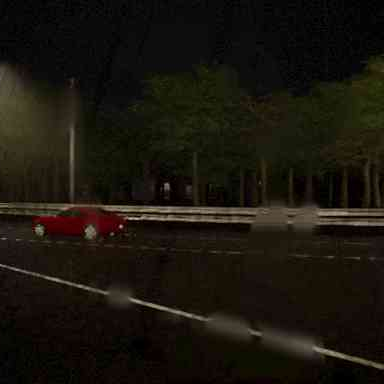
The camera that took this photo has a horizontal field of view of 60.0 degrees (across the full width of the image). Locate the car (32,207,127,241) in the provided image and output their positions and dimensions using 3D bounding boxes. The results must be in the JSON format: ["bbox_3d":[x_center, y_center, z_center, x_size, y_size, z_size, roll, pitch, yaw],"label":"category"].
[{"bbox_3d":[-5.683,1.493,16.718,5.008,1.535,1.882,0,0,21],"label":"car"}]
